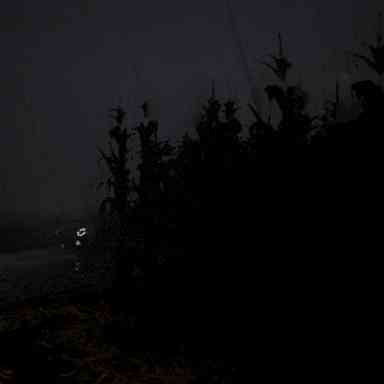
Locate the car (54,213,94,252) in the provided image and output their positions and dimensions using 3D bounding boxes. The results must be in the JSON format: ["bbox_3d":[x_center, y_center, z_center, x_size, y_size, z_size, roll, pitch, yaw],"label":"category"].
[{"bbox_3d":[-4.292,1.730,16.092,2.097,1.767,4.553,-1,-1,34],"label":"car"}]
